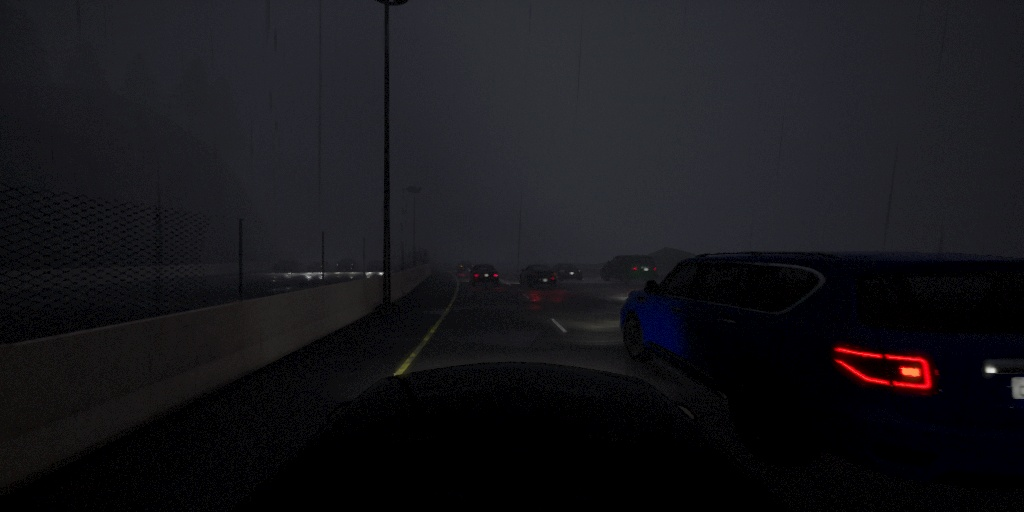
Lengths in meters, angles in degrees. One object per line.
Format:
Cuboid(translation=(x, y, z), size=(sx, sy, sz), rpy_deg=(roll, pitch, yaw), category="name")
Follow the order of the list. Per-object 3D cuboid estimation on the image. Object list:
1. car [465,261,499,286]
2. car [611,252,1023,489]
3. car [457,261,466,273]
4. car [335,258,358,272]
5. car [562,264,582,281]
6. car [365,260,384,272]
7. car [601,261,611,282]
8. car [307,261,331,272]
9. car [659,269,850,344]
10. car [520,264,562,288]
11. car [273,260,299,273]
Cuboid(translation=(-2.040, 1.289, 25.531), size=(2.033, 1.411, 5.357), rpy_deg=(0, 0, -9), category="car")
Cuboid(translation=(3.398, 0.971, 5.090), size=(2.150, 2.045, 5.566), rpy_deg=(0, 0, -2), category="car")
Cuboid(translation=(-5.428, 1.262, 42.249), size=(1.812, 1.442, 4.674), rpy_deg=(0, 0, -14), category="car")
Cuboid(translation=(-20.865, 1.088, 45.388), size=(2.097, 1.767, 4.553), rpy_deg=(0, 0, -16), category="car")
Cuboid(translation=(4.319, 1.304, 29.796), size=(1.994, 1.385, 4.181), rpy_deg=(0, 0, -9), category="car")
Cuboid(translation=(-17.198, 1.261, 45.267), size=(1.812, 1.442, 4.674), rpy_deg=(0, 0, -15), category="car")
Cuboid(translation=(8.443, 0.965, 26.269), size=(2.150, 2.045, 5.566), rpy_deg=(0, 0, -8), category="car")
Cuboid(translation=(-24.543, 1.337, 45.588), size=(1.895, 1.301, 4.718), rpy_deg=(0, 0, -16), category="car")
Cuboid(translation=(6.584, 1.238, 10.665), size=(2.128, 1.511, 4.902), rpy_deg=(0, 0, -4), category="car")
Cuboid(translation=(1.693, 1.268, 23.933), size=(1.812, 1.442, 4.674), rpy_deg=(0, 0, -8), category="car")
Cuboid(translation=(-27.799, 1.243, 44.229), size=(1.837, 1.490, 4.892), rpy_deg=(0, 0, -16), category="car")
